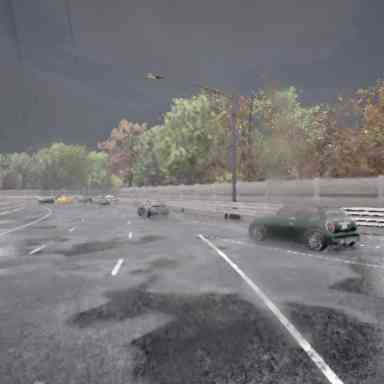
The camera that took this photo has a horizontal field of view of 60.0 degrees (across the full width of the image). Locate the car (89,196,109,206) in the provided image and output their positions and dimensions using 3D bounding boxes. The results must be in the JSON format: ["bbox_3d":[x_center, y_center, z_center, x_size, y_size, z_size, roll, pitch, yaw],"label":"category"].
[{"bbox_3d":[-15.612,1.639,56.717,1.994,1.385,4.181,0,0,-30],"label":"car"}]

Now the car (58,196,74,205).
[{"bbox_3d":[-24.136,1.571,63.517,1.882,1.535,5.008,0,0,-38],"label":"car"}]

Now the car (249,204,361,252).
[{"bbox_3d":[4.506,1.304,14.058,2.097,1.767,4.553,0,0,-32],"label":"car"}]

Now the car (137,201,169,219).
[{"bbox_3d":[-3.461,1.498,29.038,2.128,1.511,4.902,-1,0,-22],"label":"car"}]

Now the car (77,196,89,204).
[{"bbox_3d":[-20.946,1.535,65.175,1.837,1.490,4.892,0,0,-38],"label":"car"}]

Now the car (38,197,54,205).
[{"bbox_3d":[-26.974,1.627,61.469,1.882,1.535,5.008,0,0,-38],"label":"car"}]
